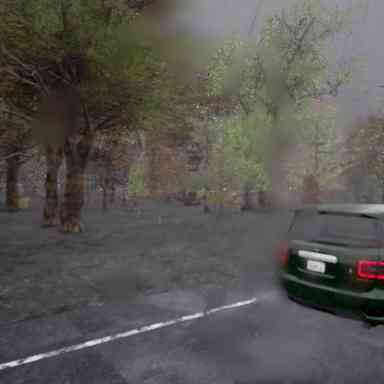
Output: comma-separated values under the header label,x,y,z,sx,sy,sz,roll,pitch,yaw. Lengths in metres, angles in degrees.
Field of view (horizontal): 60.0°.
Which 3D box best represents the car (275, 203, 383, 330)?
label,x,y,z,sx,sy,sz,roll,pitch,yaw
car,4.088,1.238,6.662,5.566,2.045,2.150,0,0,-35
